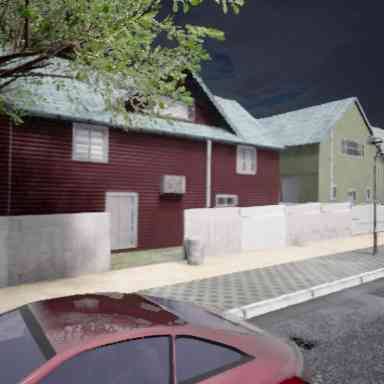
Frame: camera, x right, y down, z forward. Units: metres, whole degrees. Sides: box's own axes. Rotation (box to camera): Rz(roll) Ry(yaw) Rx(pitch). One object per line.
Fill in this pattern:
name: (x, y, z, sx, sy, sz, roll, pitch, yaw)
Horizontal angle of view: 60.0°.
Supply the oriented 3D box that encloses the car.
car: (-0.998, 1.564, 2.358, 4.181, 1.385, 1.994, 0, 0, -35)
